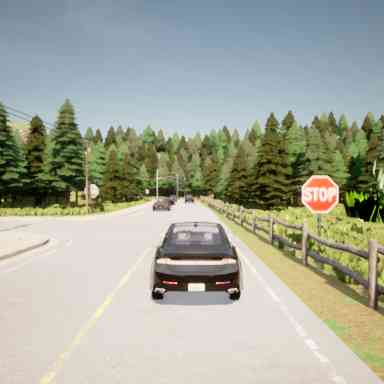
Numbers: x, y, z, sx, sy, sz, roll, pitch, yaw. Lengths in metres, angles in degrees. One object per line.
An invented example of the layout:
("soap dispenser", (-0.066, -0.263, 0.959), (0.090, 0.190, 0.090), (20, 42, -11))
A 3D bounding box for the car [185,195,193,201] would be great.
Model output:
("car", (-0.754, 1.369, 77.263), (1.837, 1.490, 4.892), (0, 0, -1))

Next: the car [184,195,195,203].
("car", (-0.493, 1.528, 66.964), (1.812, 1.442, 4.674), (0, 0, -1))

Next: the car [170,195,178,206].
("car", (-3.773, 1.604, 55.798), (1.895, 1.301, 4.718), (0, 0, -1))

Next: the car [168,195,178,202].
("car", (-4.103, 1.314, 71.281), (1.994, 1.385, 4.181), (0, 0, -1))

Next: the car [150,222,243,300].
("car", (0.096, 1.491, 8.364), (2.128, 1.511, 4.902), (0, 0, 0))

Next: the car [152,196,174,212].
("car", (-3.532, 1.560, 39.260), (1.994, 1.385, 4.181), (0, 0, 0))
